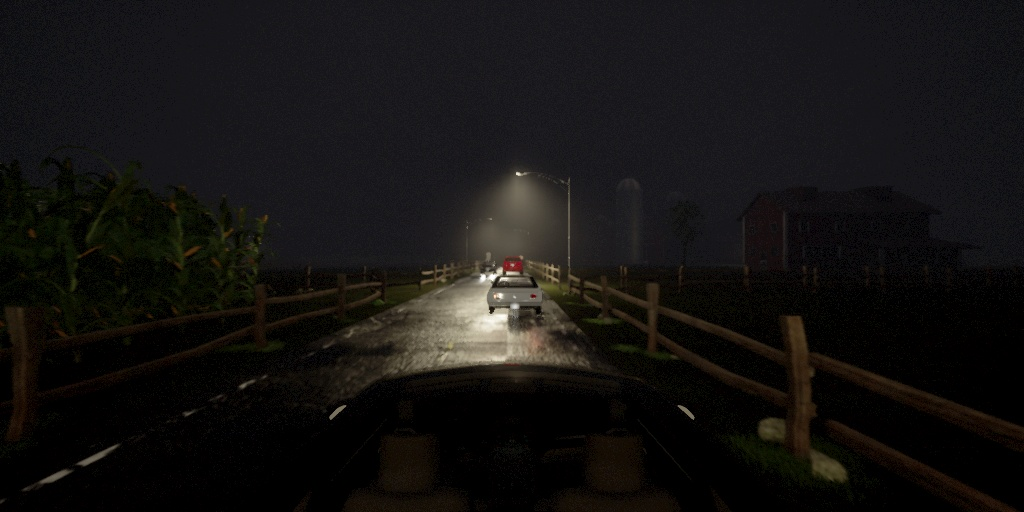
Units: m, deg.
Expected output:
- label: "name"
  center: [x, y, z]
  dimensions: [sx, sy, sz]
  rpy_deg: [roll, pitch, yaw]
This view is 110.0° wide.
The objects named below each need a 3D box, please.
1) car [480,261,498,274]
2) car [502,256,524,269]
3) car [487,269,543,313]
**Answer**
- label: "car"
  center: [-2.748, 1.342, 43.104]
  dimensions: [2.128, 1.511, 4.902]
  rpy_deg: [0, 0, 0]
- label: "car"
  center: [0.106, 1.054, 38.904]
  dimensions: [2.150, 2.045, 5.566]
  rpy_deg: [0, 0, 1]
- label: "car"
  center: [0.100, 1.365, 13.984]
  dimensions: [1.895, 1.301, 4.718]
  rpy_deg: [0, 0, 0]
